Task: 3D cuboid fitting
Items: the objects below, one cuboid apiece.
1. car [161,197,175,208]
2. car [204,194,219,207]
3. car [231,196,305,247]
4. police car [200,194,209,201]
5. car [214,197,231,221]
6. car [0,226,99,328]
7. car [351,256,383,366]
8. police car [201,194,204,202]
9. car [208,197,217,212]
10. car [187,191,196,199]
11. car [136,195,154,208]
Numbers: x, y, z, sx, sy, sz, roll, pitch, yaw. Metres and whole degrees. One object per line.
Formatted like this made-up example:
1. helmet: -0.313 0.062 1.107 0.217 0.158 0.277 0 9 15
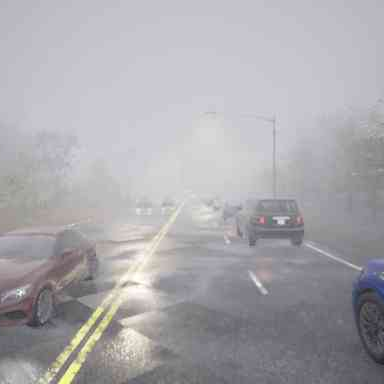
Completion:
1. car: -3.366 1.485 48.012 2.033 1.411 5.357 0 0 0
2. car: 3.218 1.280 48.805 2.097 1.767 4.553 0 0 0
3. car: 3.358 1.211 15.210 2.150 2.045 5.566 0 0 0
4. police car: 3.115 1.321 81.847 2.038 1.542 4.974 0 0 0
5. car: 3.260 1.466 26.814 2.128 1.511 4.902 0 0 0
6. car: -3.350 1.522 7.109 1.812 1.442 4.674 0 0 0
7. car: 3.351 1.215 2.610 2.150 2.045 5.566 0 -1 3
8. police car: 3.185 1.316 59.950 1.930 1.638 5.238 0 0 0
9. car: 3.250 1.558 37.863 1.895 1.301 4.718 0 0 0
10. car: -0.167 0.864 92.474 2.150 2.045 5.566 0 0 0
11. car: -6.604 1.292 46.973 2.097 1.767 4.553 0 0 0
